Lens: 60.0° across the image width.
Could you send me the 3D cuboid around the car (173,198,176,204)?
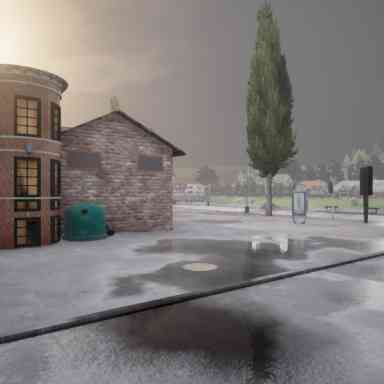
[{"bbox_3d":[-4.632,1.526,60.368,1.812,1.442,4.674,0,0,-35],"label":"car"}]
